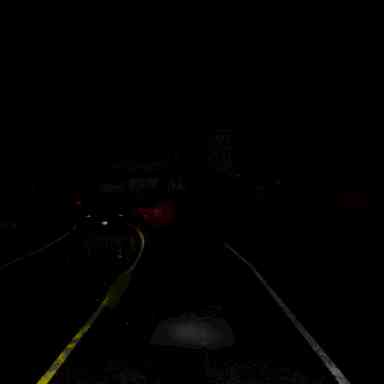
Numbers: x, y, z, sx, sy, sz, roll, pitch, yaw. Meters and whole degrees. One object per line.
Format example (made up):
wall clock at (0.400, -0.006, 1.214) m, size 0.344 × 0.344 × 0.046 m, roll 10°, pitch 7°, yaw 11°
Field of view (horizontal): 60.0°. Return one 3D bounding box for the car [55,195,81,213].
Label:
car at (-14.188, 1.375, 39.699) m, size 5.566 × 2.045 × 2.150 m, roll -1°, pitch -1°, yaw 42°

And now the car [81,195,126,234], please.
car at (-5.249, 1.220, 19.556) m, size 2.150 × 2.045 × 5.566 m, roll 0°, pitch 0°, yaw -18°

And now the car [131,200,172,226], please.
car at (-3.008, 1.367, 23.761) m, size 2.097 × 1.767 × 4.553 m, roll 0°, pitch 0°, yaw -20°

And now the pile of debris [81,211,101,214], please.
pile of debris at (-11.291, 2.293, 37.138) m, size 1.500 × 0.140 × 1.860 m, roll 0°, pitch -1°, yaw -44°
